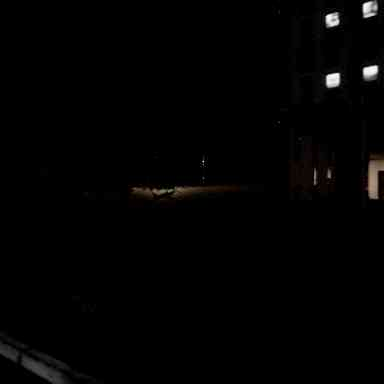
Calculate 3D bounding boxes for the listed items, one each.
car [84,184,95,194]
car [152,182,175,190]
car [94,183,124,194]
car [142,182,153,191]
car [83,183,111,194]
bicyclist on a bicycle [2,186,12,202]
[{"bbox_3d":[-15.398,-0.404,55.125,2.033,1.411,5.357,0,3,30],"label":"car"},{"bbox_3d":[-5.349,-1.015,66.505,1.895,1.301,4.718,0,2,28],"label":"car"},{"bbox_3d":[-12.584,-0.412,53.499,2.033,1.411,5.357,0,3,30],"label":"car"},{"bbox_3d":[-8.246,-1.252,67.982,2.097,1.767,4.553,0,2,28],"label":"car"},{"bbox_3d":[-16.817,-0.724,59.322,2.097,1.767,4.553,0,2,30],"label":"car"},{"bbox_3d":[-19.129,0.216,34.359,1.656,1.620,0.582,-1,2,32],"label":"bicyclist on a bicycle"}]
